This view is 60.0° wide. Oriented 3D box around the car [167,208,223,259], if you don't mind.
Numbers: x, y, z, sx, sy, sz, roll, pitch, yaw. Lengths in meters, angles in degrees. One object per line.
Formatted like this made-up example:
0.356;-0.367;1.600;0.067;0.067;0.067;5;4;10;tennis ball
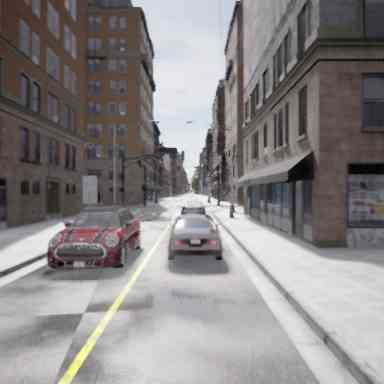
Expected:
0.101;1.521;12.389;2.033;1.411;5.357;0;0;0;car

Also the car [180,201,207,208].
0.102;1.445;25.140;2.128;1.511;4.902;0;0;0;car

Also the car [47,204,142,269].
-3.007;1.328;11.120;2.097;1.767;4.553;0;0;0;car
